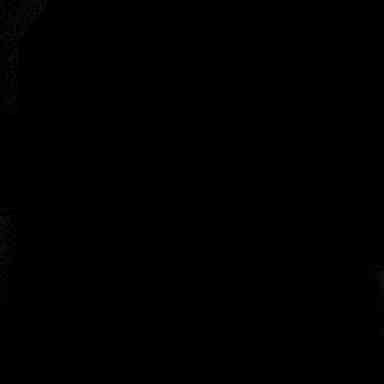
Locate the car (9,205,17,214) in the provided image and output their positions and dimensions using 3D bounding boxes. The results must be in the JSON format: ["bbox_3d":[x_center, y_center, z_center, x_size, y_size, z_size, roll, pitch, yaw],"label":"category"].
[{"bbox_3d":[-16.206,1.527,33.508,1.802,1.307,4.206,0,-1,36],"label":"car"}]

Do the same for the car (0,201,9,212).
[{"bbox_3d":[-19.347,1.183,29.117,2.192,1.841,5.009,0,-1,36],"label":"car"}]
